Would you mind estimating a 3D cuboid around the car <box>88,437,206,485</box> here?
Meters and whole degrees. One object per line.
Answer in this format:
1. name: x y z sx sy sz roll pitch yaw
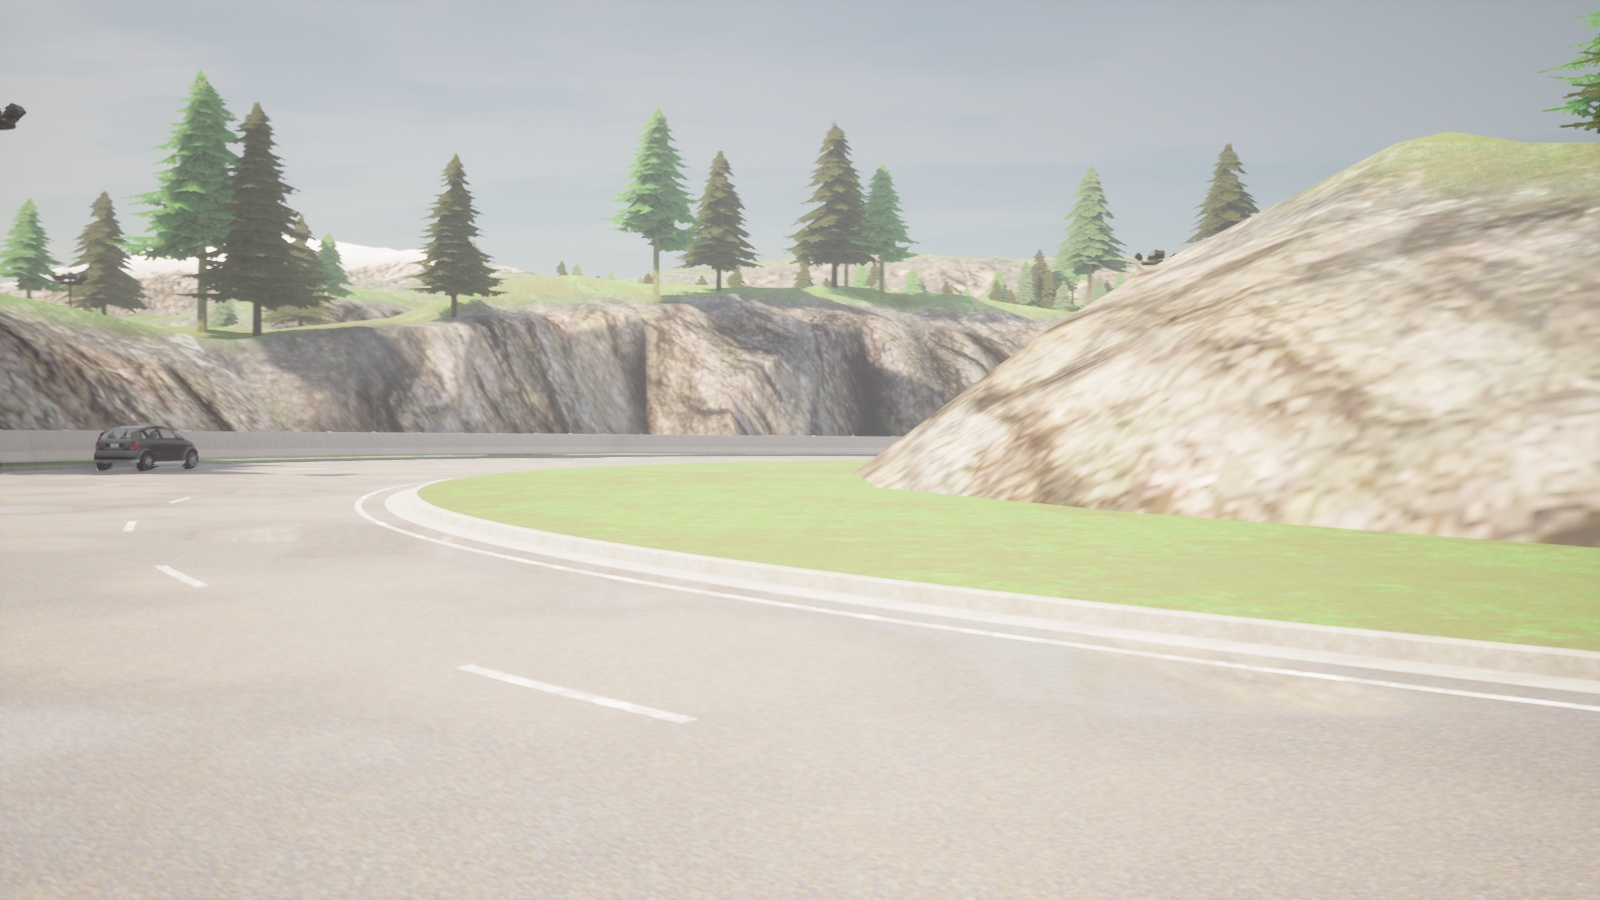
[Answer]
1. car: -22.376 0.341 43.180 1.789 1.549 3.705 -1 1 7
